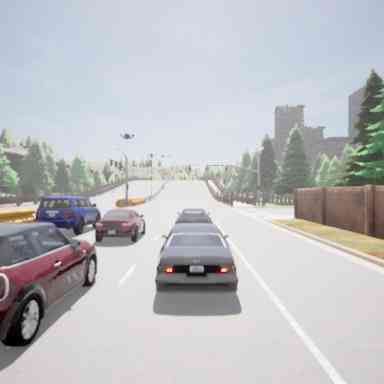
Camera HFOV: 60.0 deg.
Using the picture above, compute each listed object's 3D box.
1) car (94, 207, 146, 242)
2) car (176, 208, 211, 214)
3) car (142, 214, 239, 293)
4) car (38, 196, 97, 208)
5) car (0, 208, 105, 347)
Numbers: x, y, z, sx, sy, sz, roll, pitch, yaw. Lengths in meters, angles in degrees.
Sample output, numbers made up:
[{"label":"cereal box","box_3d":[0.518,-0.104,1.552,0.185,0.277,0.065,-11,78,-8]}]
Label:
[{"label":"car","box_3d":[-3.411,1.540,16.299,1.812,1.442,4.674,0,0,-1]},{"label":"car","box_3d":[0.091,1.579,18.252,1.994,1.385,4.181,0,0,0]},{"label":"car","box_3d":[0.095,1.555,9.011,2.033,1.411,5.357,0,0,0]},{"label":"car","box_3d":[-6.909,1.238,19.085,2.150,2.045,5.566,0,0,0]},{"label":"car","box_3d":[-3.404,1.358,6.501,2.097,1.767,4.553,0,0,0]}]
